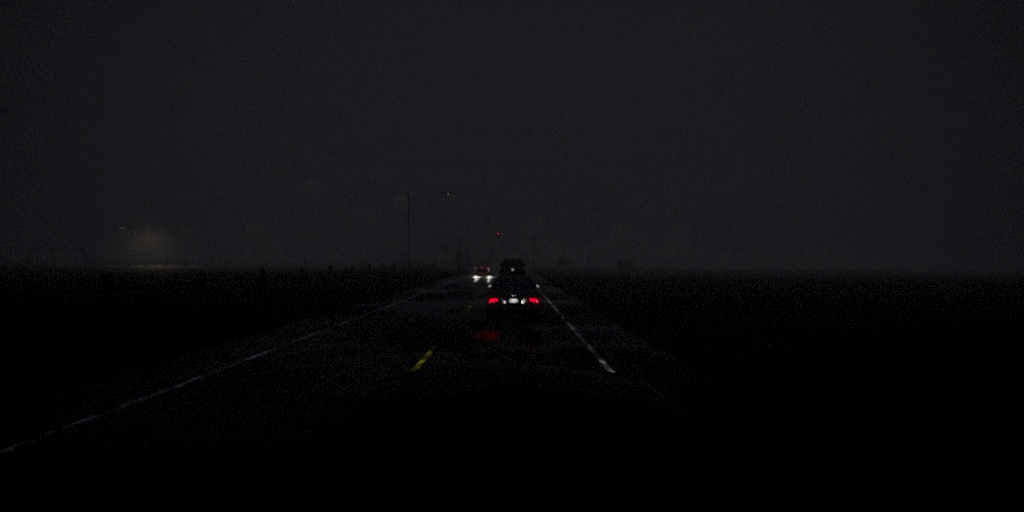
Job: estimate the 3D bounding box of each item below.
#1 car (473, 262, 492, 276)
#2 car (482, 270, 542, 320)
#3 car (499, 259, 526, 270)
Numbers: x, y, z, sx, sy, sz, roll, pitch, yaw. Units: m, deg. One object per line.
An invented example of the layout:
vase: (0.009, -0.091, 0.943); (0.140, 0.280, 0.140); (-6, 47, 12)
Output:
car: (-3.608, 1.499, 45.053); (2.097, 1.767, 4.553); (0, 0, 0)
car: (0.061, 1.408, 13.223); (2.033, 1.411, 5.357); (0, -1, 0)
car: (0.072, 1.253, 31.982); (2.150, 2.045, 5.566); (0, -1, 0)
